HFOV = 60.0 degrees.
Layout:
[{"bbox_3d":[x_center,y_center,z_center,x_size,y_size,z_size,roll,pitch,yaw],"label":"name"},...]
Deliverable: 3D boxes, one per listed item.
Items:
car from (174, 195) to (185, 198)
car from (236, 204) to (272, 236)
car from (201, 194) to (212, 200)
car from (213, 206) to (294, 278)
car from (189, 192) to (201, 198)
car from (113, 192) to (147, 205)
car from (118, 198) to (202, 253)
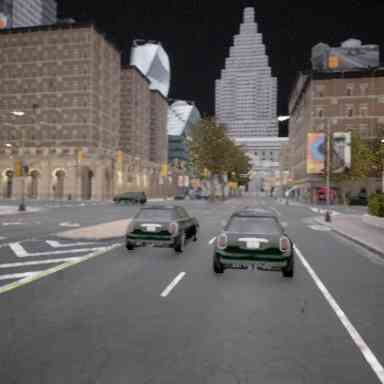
[{"bbox_3d":[-3.095,1.340,81.640,1.895,1.301,4.718,1,0,11],"label":"car"},{"bbox_3d":[3.647,1.524,19.420,1.812,1.442,4.674,1,0,12],"label":"car"},{"bbox_3d":[4.189,1.316,83.775,1.882,1.535,5.008,1,0,11],"label":"car"},{"bbox_3d":[1.937,1.352,10.504,2.097,1.767,4.553,1,0,11],"label":"car"},{"bbox_3d":[0.748,1.015,84.398,2.150,2.045,5.566,1,0,11],"label":"car"},{"bbox_3d":[-9.533,0.958,51.243,5.566,2.045,2.150,1,0,30],"label":"car"},{"bbox_3d":[-1.027,1.303,13.712,2.097,1.767,4.553,1,0,11],"label":"car"}]
